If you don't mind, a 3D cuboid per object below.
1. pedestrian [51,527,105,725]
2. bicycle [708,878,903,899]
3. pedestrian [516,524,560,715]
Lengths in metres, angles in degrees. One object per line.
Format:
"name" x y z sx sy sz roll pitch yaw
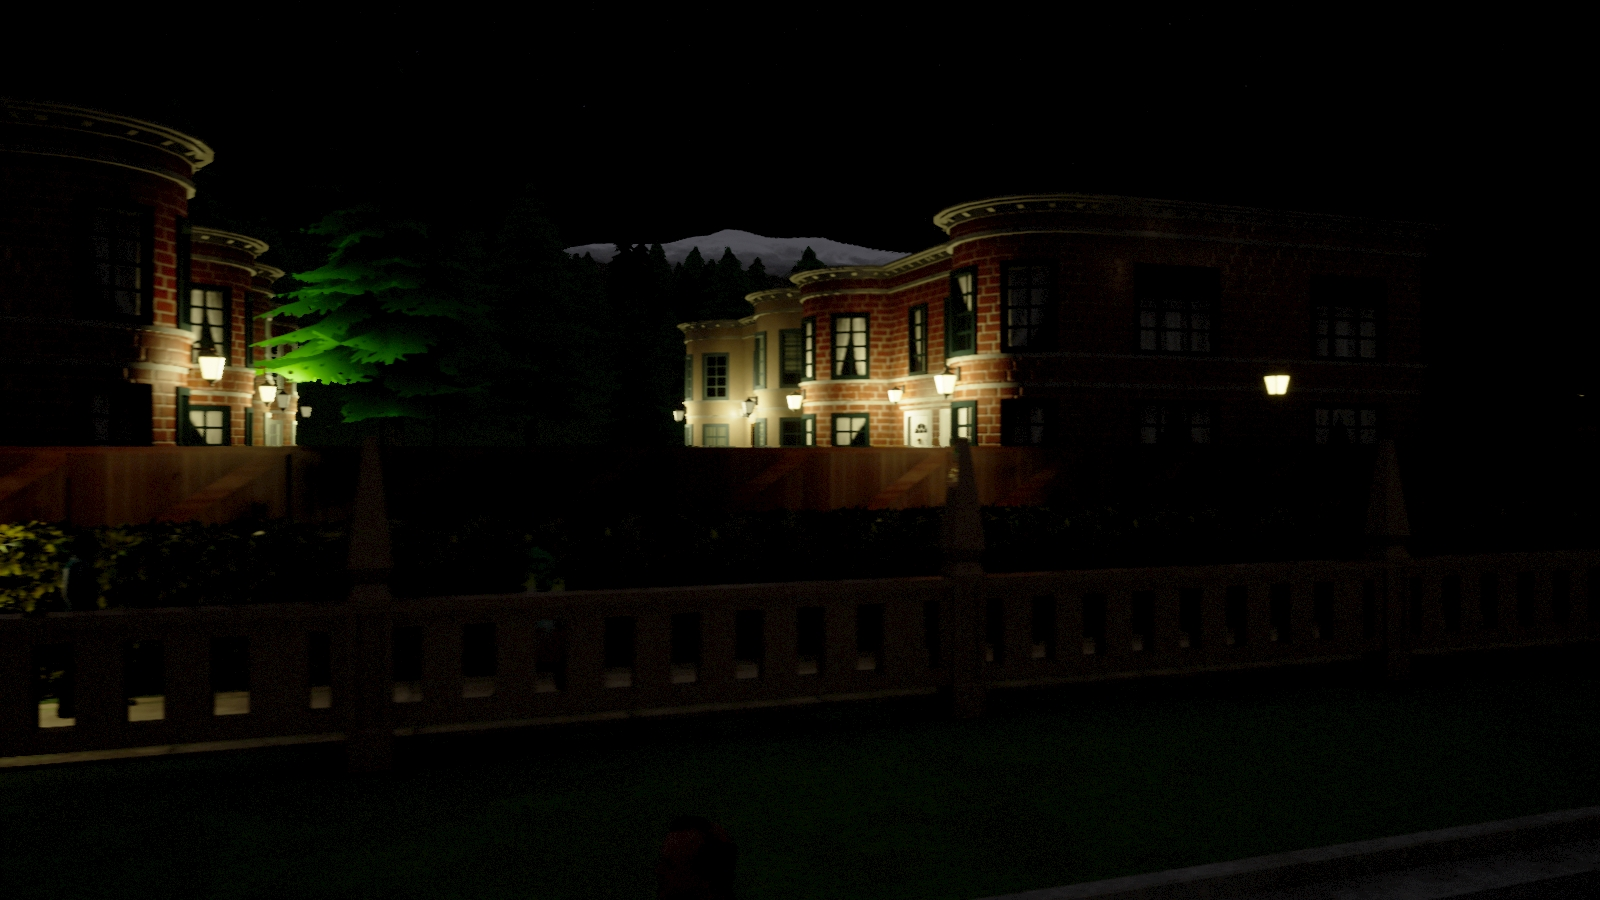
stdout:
"pedestrian" -7.037 1.694 11.144 0.375 1.860 0.375 0 0 -20
"bicycle" -0.570 2.060 3.088 1.835 1.471 0.329 1 0 -20
"pedestrian" -2.655 1.697 11.567 0.375 1.860 0.375 0 0 -24
